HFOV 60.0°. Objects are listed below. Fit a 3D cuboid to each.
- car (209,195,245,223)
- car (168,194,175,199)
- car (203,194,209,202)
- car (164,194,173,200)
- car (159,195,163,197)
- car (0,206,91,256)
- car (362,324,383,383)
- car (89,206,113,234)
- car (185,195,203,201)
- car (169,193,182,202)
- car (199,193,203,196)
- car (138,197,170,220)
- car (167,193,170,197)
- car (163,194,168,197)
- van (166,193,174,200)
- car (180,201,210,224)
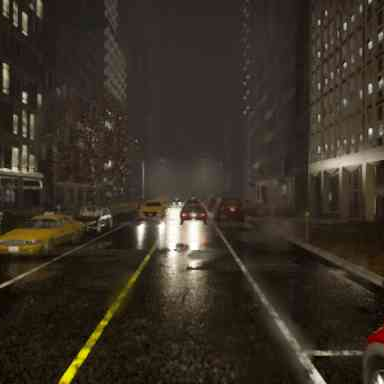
[{"bbox_3d":[2.693,1.252,24.558,2.192,1.841,5.009,0,0,0],"label":"car"},{"bbox_3d":[-5.692,1.294,92.877,1.802,1.307,4.206,0,0,0],"label":"car"},{"bbox_3d":[2.692,1.220,35.943,2.192,1.841,5.009,0,0,0],"label":"car"},{"bbox_3d":[-5.692,1.299,81.492,1.887,1.381,4.507,0,0,0],"label":"car"},{"bbox_3d":[-5.690,1.436,47.339,1.947,1.339,4.313,0,0,0],"label":"car"},{"bbox_3d":[-5.689,1.493,13.014,1.752,1.417,4.829,0,0,0],"label":"car"},{"bbox_3d":[2.693,1.436,1.790,1.967,1.590,4.097,0,0,0],"label":"car"},{"bbox_3d":[-5.689,1.503,18.878,2.008,1.369,4.403,0,0,0],"label":"car"},{"bbox_3d":[0.098,1.453,41.261,1.994,1.385,4.181,0,0,0],"label":"car"},{"bbox_3d":[-3.005,1.323,68.649,2.128,1.511,4.902,0,0,0],"label":"car"},{"bbox_3d":[2.689,1.340,75.788,1.947,1.339,4.313,0,0,0],"label":"car"},{"bbox_3d":[-3.101,1.408,27.149,1.882,1.535,5.008,0,0,0],"label":"car"},{"bbox_3d":[-5.691,1.345,70.108,2.008,1.369,4.403,0,0,0],"label":"car"},{"bbox_3d":[-5.690,1.415,58.722,1.802,1.307,4.206,0,0,0],"label":"car"},{"bbox_3d":[-5.691,1.074,87.184,1.690,1.788,3.998,0,0,0],"label":"van"},{"bbox_3d":[0.099,1.539,24.302,1.895,1.301,4.718,0,0,0],"label":"car"}]
